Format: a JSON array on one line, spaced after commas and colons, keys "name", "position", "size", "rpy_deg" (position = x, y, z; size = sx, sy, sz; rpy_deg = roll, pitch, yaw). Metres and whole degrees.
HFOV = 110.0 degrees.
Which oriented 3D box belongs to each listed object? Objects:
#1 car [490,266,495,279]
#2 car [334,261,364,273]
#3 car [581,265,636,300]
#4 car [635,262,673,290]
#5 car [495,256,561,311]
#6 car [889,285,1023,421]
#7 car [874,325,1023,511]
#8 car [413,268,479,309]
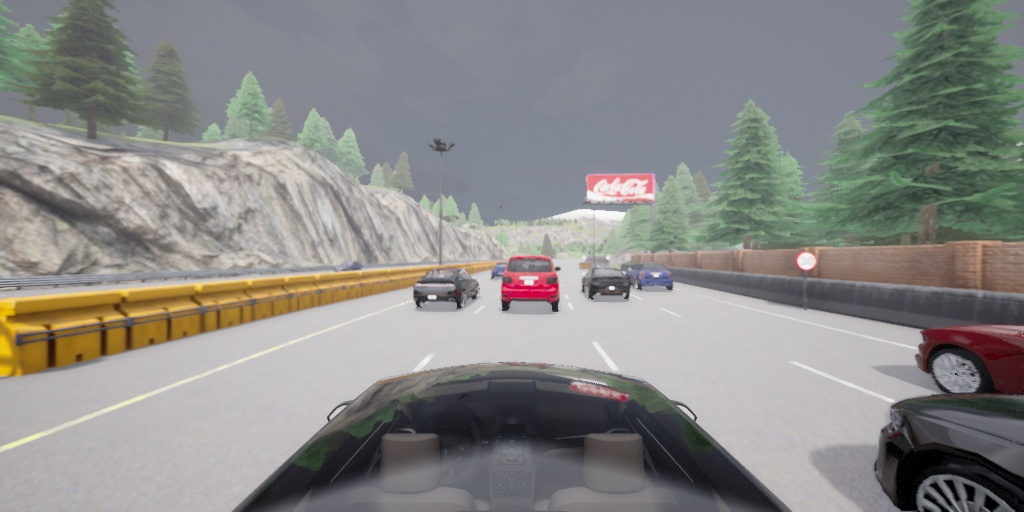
[{"name": "car", "position": [-0.775, 1.357, 33.353], "size": [1.812, 1.442, 4.674], "rpy_deg": [0, 0, 6]}, {"name": "car", "position": [-20.645, 1.365, 45.665], "size": [1.812, 1.442, 4.674], "rpy_deg": [0, 0, 6]}, {"name": "car", "position": [4.690, 1.286, 18.430], "size": [1.882, 1.535, 5.008], "rpy_deg": [0, 0, 6]}, {"name": "car", "position": [8.708, 1.185, 23.219], "size": [2.097, 1.767, 4.553], "rpy_deg": [0, 0, 6]}, {"name": "car", "position": [0.847, 1.009, 14.995], "size": [2.150, 2.045, 5.566], "rpy_deg": [0, 0, 6]}, {"name": "car", "position": [7.190, 1.254, 3.460], "size": [1.882, 1.535, 5.008], "rpy_deg": [0, 0, 1]}, {"name": "car", "position": [3.668, 1.250, 0.665], "size": [2.128, 1.511, 4.902], "rpy_deg": [0, 0, 0]}, {"name": "car", "position": [-2.635, 1.269, 15.229], "size": [2.128, 1.511, 4.902], "rpy_deg": [0, 0, 5]}]
